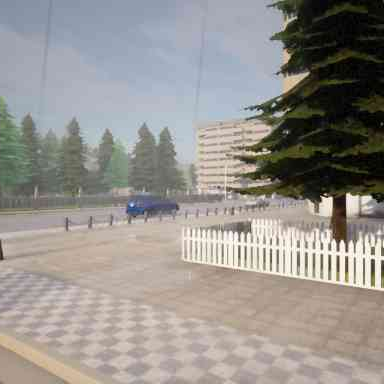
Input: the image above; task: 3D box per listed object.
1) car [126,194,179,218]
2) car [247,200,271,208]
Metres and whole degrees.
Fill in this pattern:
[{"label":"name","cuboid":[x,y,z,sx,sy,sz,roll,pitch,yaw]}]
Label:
[{"label":"car","cuboid":[-3.494,1.221,30.140,2.150,2.045,5.566,0,0,36]},{"label":"car","cuboid":[9.972,1.601,48.952,1.895,1.301,4.718,0,0,36]}]
